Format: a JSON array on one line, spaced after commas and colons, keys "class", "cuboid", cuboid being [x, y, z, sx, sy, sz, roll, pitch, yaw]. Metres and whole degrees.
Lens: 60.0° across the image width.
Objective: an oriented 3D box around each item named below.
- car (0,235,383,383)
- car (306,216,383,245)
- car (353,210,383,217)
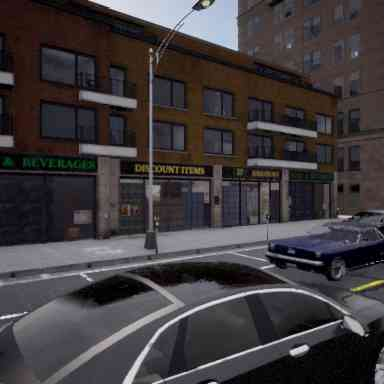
[{"class": "car", "cuboid": [0.334, 1.505, 3.397, 4.892, 1.490, 1.837, 0, 0, -35]}, {"class": "car", "cuboid": [4.379, 1.601, 9.900, 4.718, 1.301, 1.895, 0, 0, -35]}, {"class": "car", "cuboid": [8.836, 1.567, 16.200, 4.313, 1.339, 1.947, 0, 0, -35]}]
